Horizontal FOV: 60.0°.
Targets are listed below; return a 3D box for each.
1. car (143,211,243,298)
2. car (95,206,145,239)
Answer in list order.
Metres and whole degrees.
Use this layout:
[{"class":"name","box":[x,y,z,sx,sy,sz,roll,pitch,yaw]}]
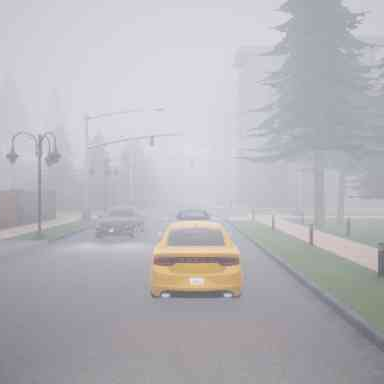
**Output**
[{"class":"car","box":[0.084,1.478,8.553,1.882,1.535,5.008,0,0,0]},{"class":"car","box":[-3.587,1.507,17.265,1.837,1.490,4.892,0,-1,0]}]
